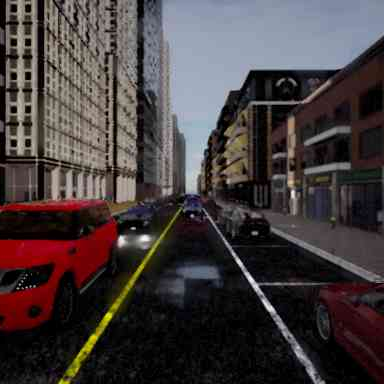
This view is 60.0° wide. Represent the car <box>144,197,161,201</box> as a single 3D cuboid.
[{"bbox_3d":[-5.689,1.492,44.684,2.008,1.369,4.403,0,0,0],"label":"car"}]

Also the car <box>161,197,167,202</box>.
[{"bbox_3d":[-5.690,1.475,55.982,1.887,1.381,4.507,0,0,0],"label":"car"}]

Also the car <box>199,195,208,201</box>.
[{"bbox_3d":[2.690,1.437,78.745,1.752,1.417,4.829,0,0,0],"label":"car"}]

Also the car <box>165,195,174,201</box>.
[{"bbox_3d":[-5.691,1.475,84.224,1.947,1.339,4.313,0,0,0],"label":"car"}]

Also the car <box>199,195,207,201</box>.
[{"bbox_3d":[2.691,1.475,84.224,1.947,1.339,4.313,0,0,0],"label":"car"}]

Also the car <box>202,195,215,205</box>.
[{"bbox_3d":[2.691,1.517,50.333,1.802,1.307,4.206,0,0,0],"label":"car"}]

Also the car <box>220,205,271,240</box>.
[{"bbox_3d":[2.691,1.527,16.442,2.008,1.369,4.403,0,0,0],"label":"car"}]

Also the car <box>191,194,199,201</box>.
[{"bbox_3d":[0.787,1.387,83.639,1.882,1.535,5.008,0,0,0],"label":"car"}]

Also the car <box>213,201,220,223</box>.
[{"bbox_3d":[2.691,1.519,22.090,2.008,1.369,4.403,0,0,0],"label":"car"}]

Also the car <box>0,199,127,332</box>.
[{"bbox_3d":[-3.094,1.210,7.153,2.150,2.045,5.566,0,0,0],"label":"car"}]

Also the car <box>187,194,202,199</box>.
[{"bbox_3d":[0.082,1.416,46.868,1.882,1.535,5.008,0,0,0],"label":"car"}]

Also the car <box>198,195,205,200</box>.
[{"bbox_3d":[2.690,1.455,95.521,2.008,1.369,4.403,0,0,0],"label":"car"}]

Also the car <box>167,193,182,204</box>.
[{"bbox_3d":[-3.021,1.151,63.685,2.150,2.045,5.566,0,0,1],"label":"car"}]

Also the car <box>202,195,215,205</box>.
[{"bbox_3d":[2.691,1.370,55.981,1.967,1.590,4.097,0,0,0],"label":"car"}]

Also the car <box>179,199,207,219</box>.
[{"bbox_3d":[0.019,1.561,28.239,1.895,1.301,4.718,0,0,0],"label":"car"}]

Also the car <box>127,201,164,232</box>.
[{"bbox_3d":[-3.079,1.518,20.115,2.033,1.411,5.357,0,0,0],"label":"car"}]

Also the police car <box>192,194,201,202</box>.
[{"bbox_3d":[0.899,1.341,73.748,1.930,1.638,5.238,0,0,0],"label":"police car"}]

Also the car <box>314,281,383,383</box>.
[{"bbox_3d":[2.741,1.577,3.524,1.802,1.307,4.206,0,0,0],"label":"car"}]
